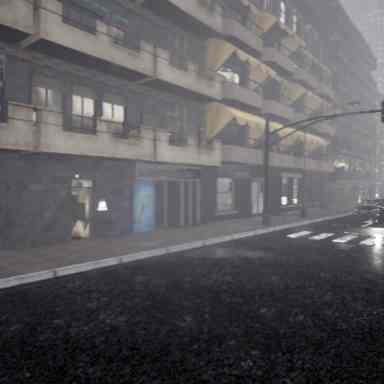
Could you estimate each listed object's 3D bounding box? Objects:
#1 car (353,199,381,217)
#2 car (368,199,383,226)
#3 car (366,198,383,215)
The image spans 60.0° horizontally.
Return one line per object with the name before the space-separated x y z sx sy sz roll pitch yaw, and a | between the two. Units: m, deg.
car | 14.265 1.309 26.636 2.008 1.369 4.403 1 1 40
car | 12.649 1.390 20.614 1.994 1.385 4.181 1 1 39
car | 17.795 1.300 30.890 1.947 1.339 4.313 1 1 40
